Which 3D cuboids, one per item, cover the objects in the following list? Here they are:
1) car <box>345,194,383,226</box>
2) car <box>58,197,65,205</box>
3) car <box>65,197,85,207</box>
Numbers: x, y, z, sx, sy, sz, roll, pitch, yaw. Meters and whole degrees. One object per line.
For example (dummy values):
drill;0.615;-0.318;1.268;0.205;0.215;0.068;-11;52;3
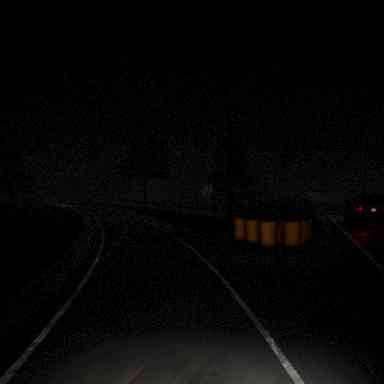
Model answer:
car;11.792;1.159;22.553;2.150;2.045;5.566;0;0;19
car;-23.955;1.613;62.675;1.812;1.442;4.674;0;0;-31
car;-18.836;1.641;54.149;1.994;1.385;4.181;0;0;-31
